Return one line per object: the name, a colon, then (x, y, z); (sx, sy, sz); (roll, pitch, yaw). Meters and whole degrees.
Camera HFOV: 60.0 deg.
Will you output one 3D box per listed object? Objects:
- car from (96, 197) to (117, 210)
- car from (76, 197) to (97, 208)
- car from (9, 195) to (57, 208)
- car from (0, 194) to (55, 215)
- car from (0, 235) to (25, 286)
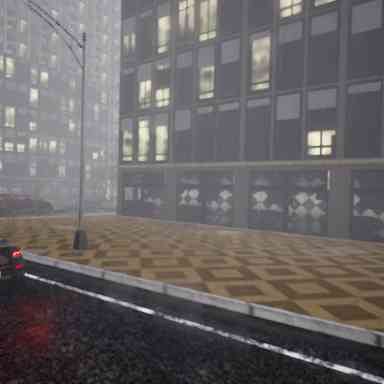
car: (-8.528, 1.421, 39.430); (1.752, 1.417, 4.829); (2, 0, 36)
car: (-12.724, 1.330, 43.487); (1.895, 1.301, 4.718); (2, 1, 36)
car: (-18.821, 1.115, 39.548); (1.752, 1.417, 4.829); (2, 0, 36)
car: (-15.283, 1.106, 30.187); (2.192, 1.841, 5.009); (2, 0, 36)
car: (-5.690, 1.397, 7.692); (4.674, 1.442, 1.812); (1, 1, 35)
